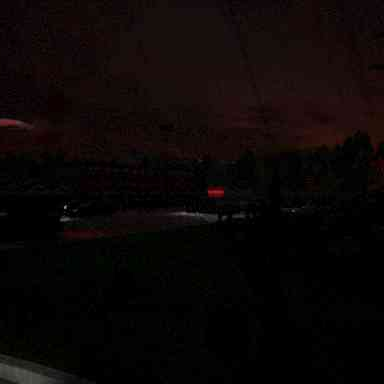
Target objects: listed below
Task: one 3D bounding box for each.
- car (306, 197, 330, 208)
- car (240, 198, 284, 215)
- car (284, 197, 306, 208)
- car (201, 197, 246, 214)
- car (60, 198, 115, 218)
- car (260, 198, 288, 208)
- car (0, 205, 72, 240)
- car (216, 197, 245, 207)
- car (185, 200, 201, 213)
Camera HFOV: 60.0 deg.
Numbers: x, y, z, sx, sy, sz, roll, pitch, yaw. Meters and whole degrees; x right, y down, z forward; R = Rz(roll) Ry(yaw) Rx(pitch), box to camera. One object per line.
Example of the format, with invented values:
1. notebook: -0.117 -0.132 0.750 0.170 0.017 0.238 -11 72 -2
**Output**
1. car: 18.040 1.363 46.600 1.994 1.385 4.181 0 0 40
2. car: 7.183 1.618 33.847 1.895 1.301 4.718 0 0 40
3. car: 15.363 1.545 48.855 2.128 1.511 4.902 0 0 40
4. car: 3.342 1.552 34.694 1.812 1.442 4.674 0 0 40
5. car: -9.236 1.578 30.555 1.812 1.442 4.674 0 0 40
6. car: 12.686 1.621 51.109 2.033 1.411 5.357 0 0 40
7. car: -8.281 1.560 15.310 1.812 1.442 4.674 0 0 40
8. car: 6.354 1.587 54.483 2.033 1.411 5.357 0 0 41
9. car: 1.069 1.599 37.447 1.994 1.385 4.181 0 0 40
